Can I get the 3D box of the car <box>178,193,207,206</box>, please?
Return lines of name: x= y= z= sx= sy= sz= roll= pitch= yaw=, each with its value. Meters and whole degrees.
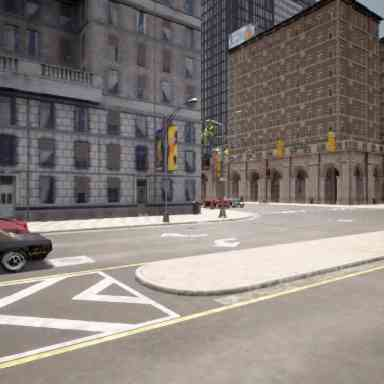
car: x=0.024 y=1.221 z=57.127 sx=2.150 sy=2.045 sz=5.566 roll=0 pitch=0 yaw=-34

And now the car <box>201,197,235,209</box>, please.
car: x=3.234 y=1.478 z=46.396 sx=1.882 sy=1.535 sz=5.008 roll=0 pitch=0 yaw=-35

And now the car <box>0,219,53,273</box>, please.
car: x=-6.535 y=1.601 z=9.182 sx=4.718 sy=1.301 sz=1.895 roll=0 pitch=0 yaw=-35

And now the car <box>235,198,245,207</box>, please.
car: x=5.663 y=1.492 z=49.027 sx=2.128 sy=1.511 sz=4.902 roll=0 pitch=0 yaw=-35

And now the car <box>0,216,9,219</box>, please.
car: x=-8.480 y=1.526 z=12.087 sx=4.674 sy=1.442 sz=1.812 roll=0 pitch=0 yaw=-35
